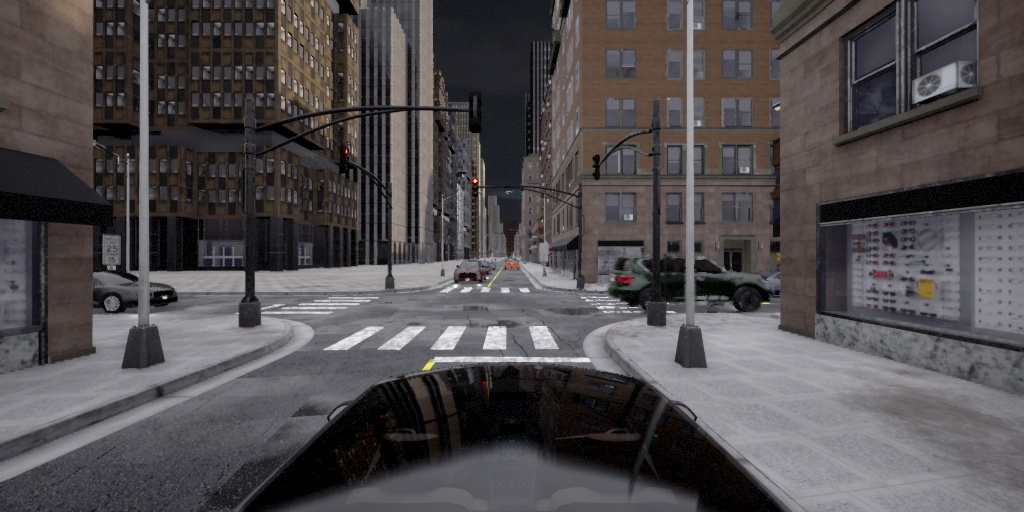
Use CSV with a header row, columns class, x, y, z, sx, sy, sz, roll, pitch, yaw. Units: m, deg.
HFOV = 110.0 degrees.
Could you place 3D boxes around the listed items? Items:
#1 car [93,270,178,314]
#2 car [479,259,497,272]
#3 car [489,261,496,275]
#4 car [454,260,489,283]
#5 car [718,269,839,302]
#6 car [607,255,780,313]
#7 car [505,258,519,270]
class,x,y,z,sx,sy,sz,roll,pitch,yaw
car,-15.256,1.257,13.235,4.892,1.490,1.837,1,0,-1
car,-3.190,1.243,48.480,2.128,1.511,4.902,0,0,0
car,-3.176,1.299,38.062,2.033,1.411,5.357,0,0,0
car,-3.159,1.103,27.803,2.097,1.767,4.553,0,0,0
car,12.219,1.314,16.674,4.181,1.385,1.994,0,0,-1
car,6.433,0.969,13.432,5.566,2.045,2.150,0,0,-1
car,-0.010,1.103,54.065,2.097,1.767,4.553,0,0,0
